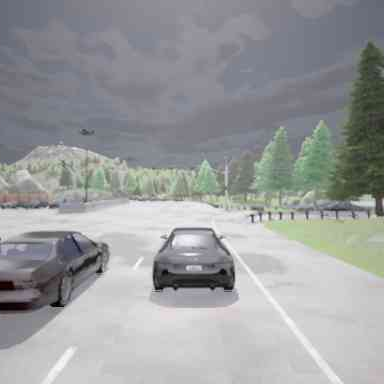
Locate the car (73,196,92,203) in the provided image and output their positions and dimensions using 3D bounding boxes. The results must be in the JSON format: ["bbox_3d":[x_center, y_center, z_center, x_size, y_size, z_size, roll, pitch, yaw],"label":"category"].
[{"bbox_3d":[-21.506,1.925,64.420,2.097,1.767,4.553,0,0,0],"label":"car"}]

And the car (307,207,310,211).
[{"bbox_3d":[15.812,1.939,39.269,4.181,1.385,1.994,0,0,7],"label":"car"}]

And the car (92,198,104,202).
[{"bbox_3d":[-21.582,2.196,73.263,1.994,1.385,4.181,0,0,0],"label":"car"}]

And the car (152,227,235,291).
[{"bbox_3d":[0.036,1.680,9.381,1.994,1.385,4.181,0,-1,0],"label":"car"}]

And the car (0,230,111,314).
[{"bbox_3d":[-3.459,1.648,8.084,2.033,1.411,5.357,0,-1,0],"label":"car"}]

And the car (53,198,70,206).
[{"bbox_3d":[-28.579,2.140,72.877,1.837,1.490,4.892,0,0,0],"label":"car"}]

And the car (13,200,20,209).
[{"bbox_3d":[-28.477,2.036,53.566,2.033,1.411,5.357,0,0,0],"label":"car"}]

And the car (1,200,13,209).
[{"bbox_3d":[-6.958,1.325,8.071,2.150,2.045,5.566,0,0,-1],"label":"car"}]

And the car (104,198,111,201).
[{"bbox_3d":[-22.286,2.353,87.843,1.895,1.301,4.718,0,0,-7],"label":"car"}]

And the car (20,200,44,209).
[{"bbox_3d":[-24.992,2.036,53.583,2.033,1.411,5.357,0,0,-1],"label":"car"}]

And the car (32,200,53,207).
[{"bbox_3d":[-28.499,2.162,63.596,1.895,1.301,4.718,0,0,0],"label":"car"}]

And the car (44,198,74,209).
[{"bbox_3d":[-21.498,2.041,54.283,2.033,1.411,5.357,0,0,0],"label":"car"}]

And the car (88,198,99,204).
[{"bbox_3d":[-25.616,2.300,86.488,1.994,1.385,4.181,0,0,-7],"label":"car"}]

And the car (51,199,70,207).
[{"bbox_3d":[-24.999,2.092,63.565,1.812,1.442,4.674,0,0,0],"label":"car"}]

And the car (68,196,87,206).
[{"bbox_3d":[-25.080,1.866,73.006,2.150,2.045,5.566,0,0,0],"label":"car"}]

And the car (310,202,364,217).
[{"bbox_3d":[15.730,1.839,35.749,4.902,1.511,2.128,0,0,7],"label":"car"}]
